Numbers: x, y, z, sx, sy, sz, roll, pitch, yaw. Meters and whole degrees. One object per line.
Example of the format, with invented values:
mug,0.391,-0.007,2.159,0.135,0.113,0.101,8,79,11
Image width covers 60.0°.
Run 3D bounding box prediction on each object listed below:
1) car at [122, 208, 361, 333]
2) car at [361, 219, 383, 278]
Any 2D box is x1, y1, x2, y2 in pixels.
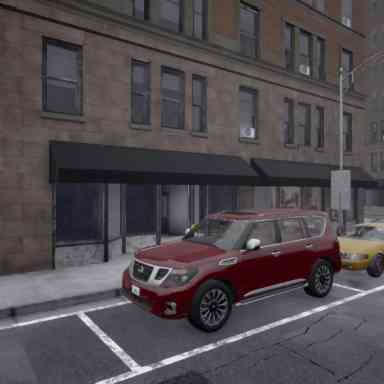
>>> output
car,1.112,1.315,6.990,5.009,1.841,2.192,0,0,-35
car,5.597,1.525,10.185,4.829,1.417,1.752,0,0,-35
